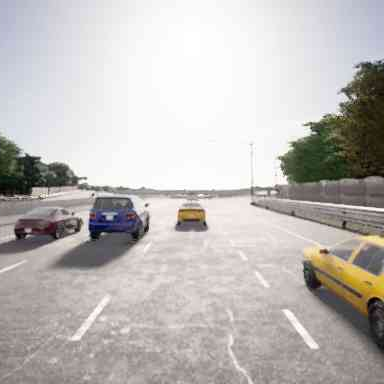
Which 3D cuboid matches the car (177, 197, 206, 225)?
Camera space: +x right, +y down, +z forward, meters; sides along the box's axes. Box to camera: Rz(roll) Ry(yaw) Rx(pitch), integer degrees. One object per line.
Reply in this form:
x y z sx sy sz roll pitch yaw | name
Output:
-0.023 1.370 23.360 1.882 1.535 5.008 0 0 0 | car

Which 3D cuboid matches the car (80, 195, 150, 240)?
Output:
-3.410 1.137 16.465 2.150 2.045 5.566 0 0 0 | car

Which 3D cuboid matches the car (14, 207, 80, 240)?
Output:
-6.910 1.441 16.340 1.812 1.442 4.674 0 0 0 | car

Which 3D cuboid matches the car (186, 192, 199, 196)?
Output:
0.019 0.988 61.353 2.150 2.045 5.566 0 0 0 | car

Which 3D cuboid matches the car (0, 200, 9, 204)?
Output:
-17.522 1.435 29.586 1.994 1.385 4.181 0 0 0 | car

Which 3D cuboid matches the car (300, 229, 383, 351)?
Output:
3.496 1.416 5.969 1.801 1.575 5.366 0 0 0 | car
